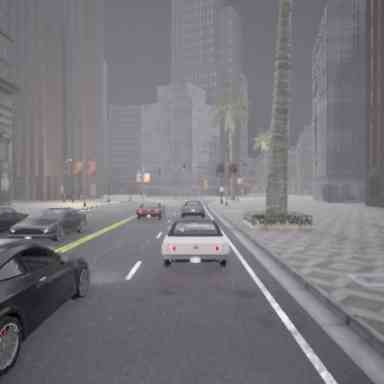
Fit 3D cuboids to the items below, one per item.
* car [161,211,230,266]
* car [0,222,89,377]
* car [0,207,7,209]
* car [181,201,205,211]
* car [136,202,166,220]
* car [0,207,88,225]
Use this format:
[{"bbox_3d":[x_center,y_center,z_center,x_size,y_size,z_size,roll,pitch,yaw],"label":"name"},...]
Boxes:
[{"bbox_3d":[0.097,1.536,11.201,1.895,1.301,4.718,0,0,0],"label":"car"},{"bbox_3d":[-3.139,1.494,5.340,1.812,1.442,4.674,0,0,0],"label":"car"},{"bbox_3d":[-9.853,1.455,16.218,2.033,1.411,5.357,0,0,0],"label":"car"},{"bbox_3d":[0.092,1.408,28.351,1.994,1.385,4.181,0,0,0],"label":"car"},{"bbox_3d":[-3.158,1.454,26.485,1.895,1.301,4.718,0,0,0],"label":"car"},{"bbox_3d":[-6.603,1.456,16.053,2.033,1.411,5.357,0,0,0],"label":"car"}]
